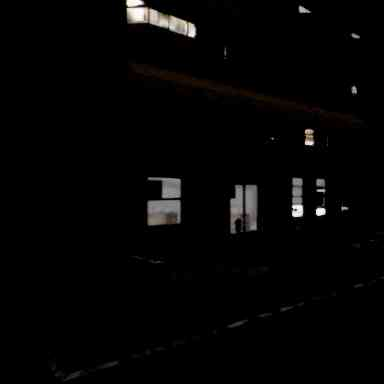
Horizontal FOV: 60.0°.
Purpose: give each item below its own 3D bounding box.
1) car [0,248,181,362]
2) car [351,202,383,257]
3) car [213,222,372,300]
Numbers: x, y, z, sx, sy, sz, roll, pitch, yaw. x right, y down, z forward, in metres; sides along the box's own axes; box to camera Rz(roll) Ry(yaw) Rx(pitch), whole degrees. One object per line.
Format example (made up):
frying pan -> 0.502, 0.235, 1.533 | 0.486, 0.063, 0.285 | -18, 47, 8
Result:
car -> -2.136, 1.580, 5.037 | 4.206, 1.307, 1.802 | 0, 0, -35
car -> 7.061, 1.297, 11.597 | 5.009, 1.841, 2.192 | 0, 0, -35
car -> 2.463, 1.572, 8.317 | 4.206, 1.307, 1.802 | 0, 0, -35
